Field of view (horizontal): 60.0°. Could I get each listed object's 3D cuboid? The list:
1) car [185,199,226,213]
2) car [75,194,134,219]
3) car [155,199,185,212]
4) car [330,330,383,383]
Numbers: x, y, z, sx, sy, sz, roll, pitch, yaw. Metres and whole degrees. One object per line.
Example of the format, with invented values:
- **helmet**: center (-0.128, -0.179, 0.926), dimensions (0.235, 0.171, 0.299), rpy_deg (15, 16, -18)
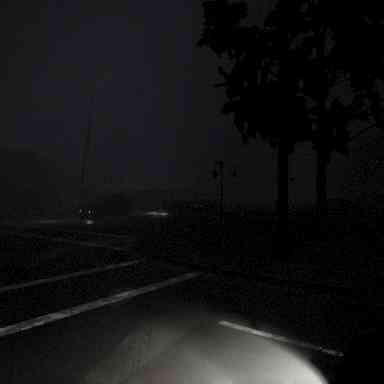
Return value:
- **car**: center (1.855, 1.547, 37.565), dimensions (2.033, 1.411, 5.357), rpy_deg (0, 0, 34)
- **car**: center (-7.729, 1.222, 30.005), dimensions (2.150, 2.045, 5.566), rpy_deg (0, 0, 35)
- **car**: center (-1.974, 1.547, 38.500), dimensions (2.033, 1.411, 5.357), rpy_deg (0, 0, 34)
- **car**: center (2.951, 1.564, 1.868), dimensions (4.181, 1.385, 1.994), rpy_deg (0, 0, 36)
